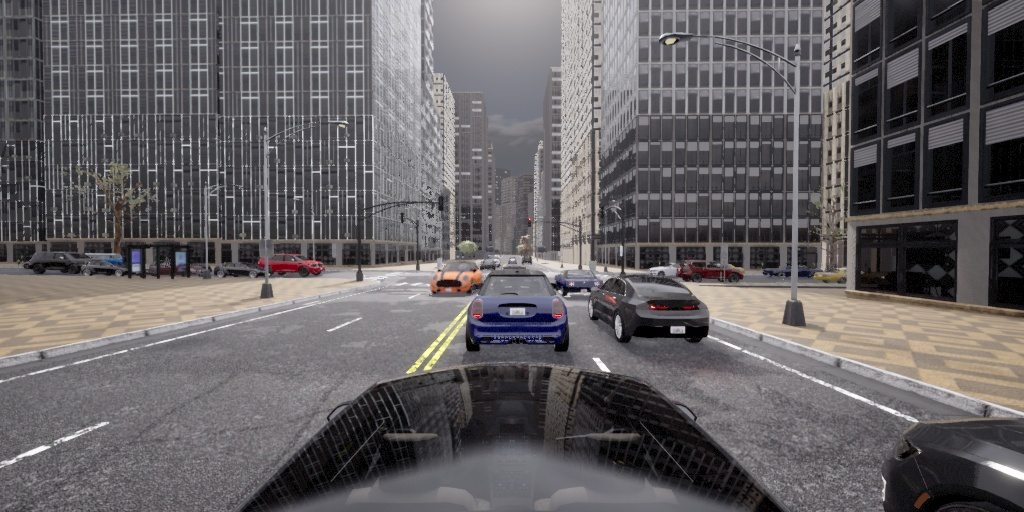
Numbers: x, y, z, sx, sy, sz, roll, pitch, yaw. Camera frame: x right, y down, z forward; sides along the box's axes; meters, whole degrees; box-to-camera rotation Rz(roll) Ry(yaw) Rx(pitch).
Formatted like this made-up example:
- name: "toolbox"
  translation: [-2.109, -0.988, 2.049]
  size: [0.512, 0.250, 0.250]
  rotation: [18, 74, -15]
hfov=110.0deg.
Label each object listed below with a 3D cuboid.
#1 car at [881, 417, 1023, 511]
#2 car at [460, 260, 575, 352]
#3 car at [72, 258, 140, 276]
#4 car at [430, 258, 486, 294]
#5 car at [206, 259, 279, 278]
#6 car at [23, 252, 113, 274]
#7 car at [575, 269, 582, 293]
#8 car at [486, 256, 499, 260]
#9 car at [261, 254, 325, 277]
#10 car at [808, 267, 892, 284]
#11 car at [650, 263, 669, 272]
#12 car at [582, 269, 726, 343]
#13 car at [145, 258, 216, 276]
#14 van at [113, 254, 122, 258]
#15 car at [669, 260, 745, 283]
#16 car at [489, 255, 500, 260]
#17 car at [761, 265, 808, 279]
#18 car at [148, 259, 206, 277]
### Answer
- name: "car"
  translation: [3.344, 1.255, 0.298]
  size: [1.837, 1.490, 4.892]
  rotation: [0, 0, 0]
- name: "car"
  translation: [0.111, 1.099, 9.091]
  size: [2.097, 1.767, 4.553]
  rotation: [0, 0, 0]
- name: "car"
  translation: [-34.050, 1.070, 30.605]
  size: [4.313, 1.339, 1.948]
  rotation: [0, 0, 1]
- name: "car"
  translation: [-2.958, 1.091, 19.903]
  size: [2.097, 1.767, 4.553]
  rotation: [0, 0, 4]
- name: "car"
  translation: [-22.686, 1.174, 30.280]
  size: [4.313, 1.339, 1.948]
  rotation: [0, 0, 1]
- name: "car"
  translation: [-41.327, 0.616, 33.402]
  size: [5.566, 2.045, 2.150]
  rotation: [1, 1, 2]
- name: "car"
  translation: [3.378, 1.341, 19.007]
  size: [1.895, 1.301, 4.718]
  rotation: [0, 0, 0]
- name: "car"
  translation: [-3.264, 1.193, 50.625]
  size: [1.882, 1.535, 5.008]
  rotation: [0, 0, 0]
- name: "car"
  translation: [-20.231, 0.808, 32.928]
  size: [5.566, 2.045, 2.150]
  rotation: [0, 1, 1]
- name: "car"
  translation: [27.686, 1.579, 29.473]
  size: [4.829, 1.417, 1.751]
  rotation: [0, 0, 1]
- name: "car"
  translation: [15.947, 1.384, 35.469]
  size: [4.674, 1.442, 1.812]
  rotation: [0, 1, -1]
- name: "car"
  translation: [3.362, 1.251, 9.697]
  size: [1.837, 1.490, 4.892]
  rotation: [0, 0, 0]
- name: "car"
  translation: [-30.590, 0.997, 33.159]
  size: [4.892, 1.490, 1.837]
  rotation: [1, 1, 1]
- name: "van"
  translation: [-45.227, 0.605, 39.283]
  size: [3.998, 1.789, 1.690]
  rotation: [0, 0, 1]
- name: "car"
  translation: [16.238, 1.269, 29.689]
  size: [5.009, 1.841, 2.192]
  rotation: [0, 0, 1]
- name: "car"
  translation: [-3.234, 0.925, 60.573]
  size: [2.150, 2.045, 5.566]
  rotation: [0, 0, 0]
- name: "car"
  translation: [27.446, 1.559, 35.256]
  size: [4.718, 1.301, 1.895]
  rotation: [0, 1, 1]
- name: "car"
  translation: [-28.370, 1.138, 30.422]
  size: [4.207, 1.307, 1.802]
  rotation: [0, 0, 1]
